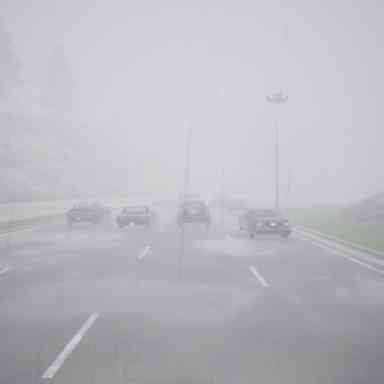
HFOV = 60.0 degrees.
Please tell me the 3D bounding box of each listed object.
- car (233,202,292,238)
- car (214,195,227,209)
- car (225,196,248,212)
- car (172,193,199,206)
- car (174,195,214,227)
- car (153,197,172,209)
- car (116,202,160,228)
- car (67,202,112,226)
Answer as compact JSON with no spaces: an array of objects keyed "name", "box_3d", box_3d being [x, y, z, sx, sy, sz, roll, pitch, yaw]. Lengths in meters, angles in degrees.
[{"name":"car","box_3d":[3.602,1.486,17.257,2.033,1.411,5.357,0,0,0]},{"name":"car","box_3d":[4.138,1.201,42.695,2.097,1.767,4.553,0,0,23]},{"name":"car","box_3d":[5.270,1.420,36.116,2.033,1.411,5.357,0,0,15]},{"name":"car","box_3d":[-0.130,1.076,41.747,2.150,2.045,5.566,0,0,20]},{"name":"car","box_3d":[0.138,1.273,22.394,2.097,1.767,4.553,0,0,1]},{"name":"car","box_3d":[-3.376,1.339,43.468,2.128,1.511,4.902,0,0,21]},{"name":"car","box_3d":[-3.389,1.525,21.232,1.895,1.301,4.718,0,0,0]},{"name":"car","box_3d":[-6.850,1.411,22.625,2.128,1.511,4.902,0,0,1]}]
